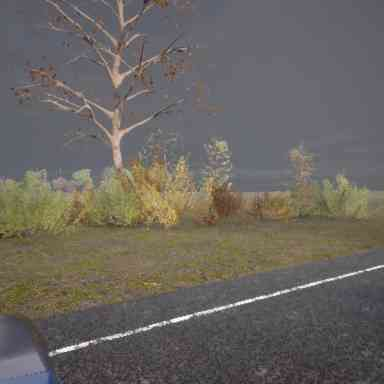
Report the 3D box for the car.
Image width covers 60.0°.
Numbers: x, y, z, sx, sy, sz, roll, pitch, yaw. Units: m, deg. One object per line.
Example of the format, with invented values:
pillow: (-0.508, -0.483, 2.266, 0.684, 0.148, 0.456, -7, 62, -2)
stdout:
car: (-3.421, 1.547, 1.551, 5.357, 1.411, 2.033, 0, 0, -36)
